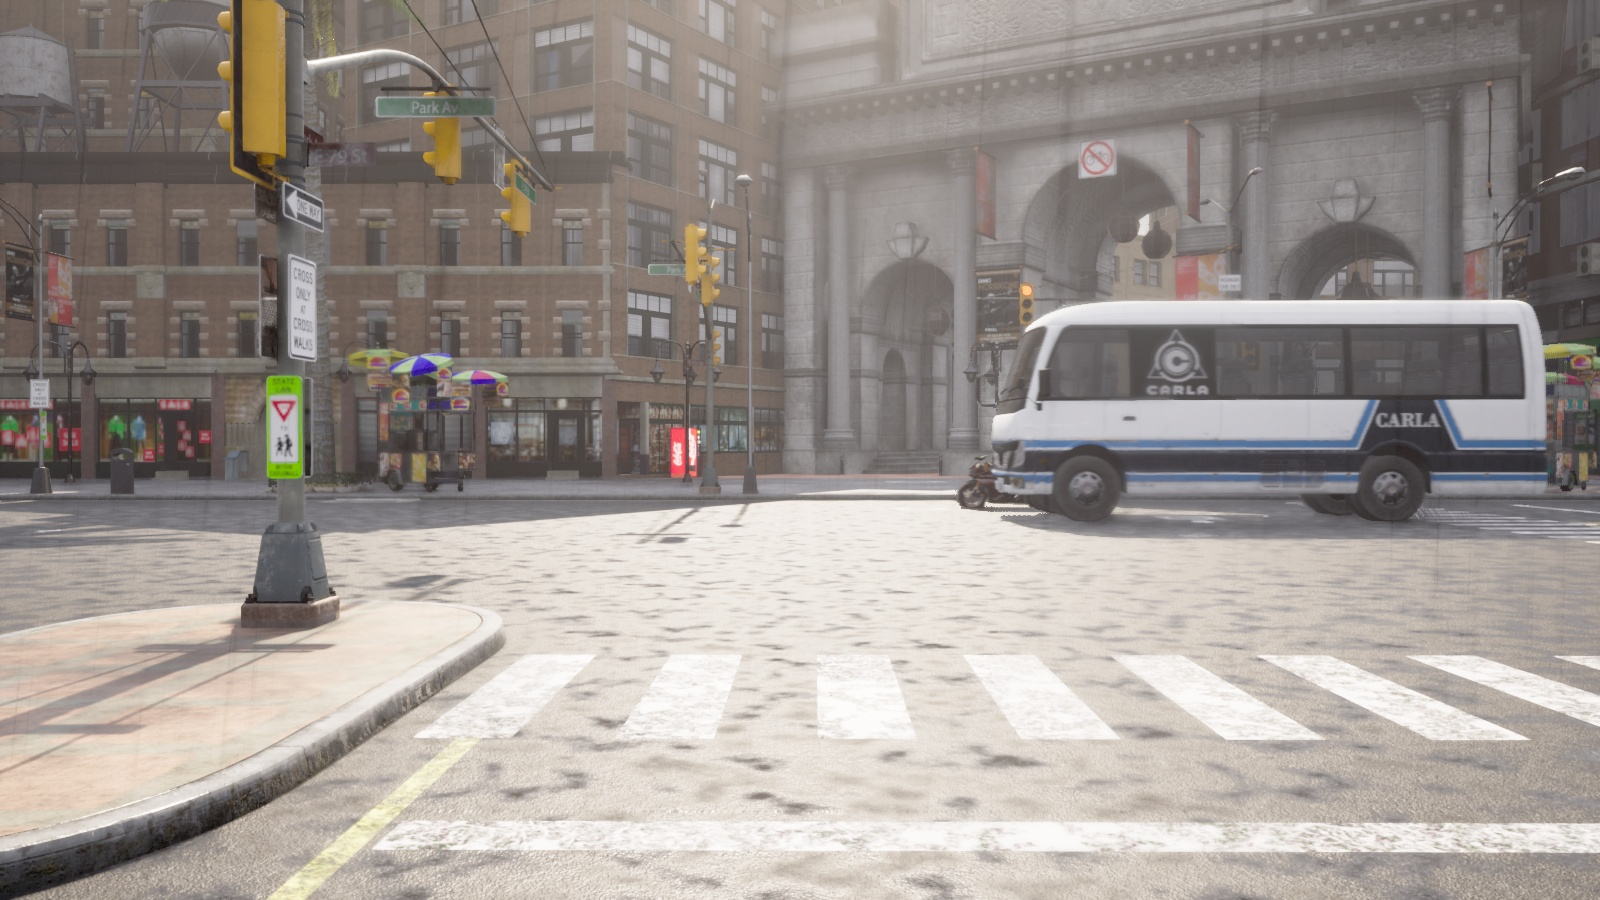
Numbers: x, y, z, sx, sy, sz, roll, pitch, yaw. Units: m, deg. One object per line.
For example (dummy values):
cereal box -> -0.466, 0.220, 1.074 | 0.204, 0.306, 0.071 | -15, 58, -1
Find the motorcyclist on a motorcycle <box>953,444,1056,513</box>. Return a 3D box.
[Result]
motorcyclist on a motorcycle -> 4.590, 0.625, 28.350 | 2.191, 1.530, 0.866 | 0, 0, 1

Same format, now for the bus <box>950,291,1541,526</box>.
bus -> 8.308, -0.763, 24.788 | 10.273, 4.253, 3.944 | 0, 0, 1
